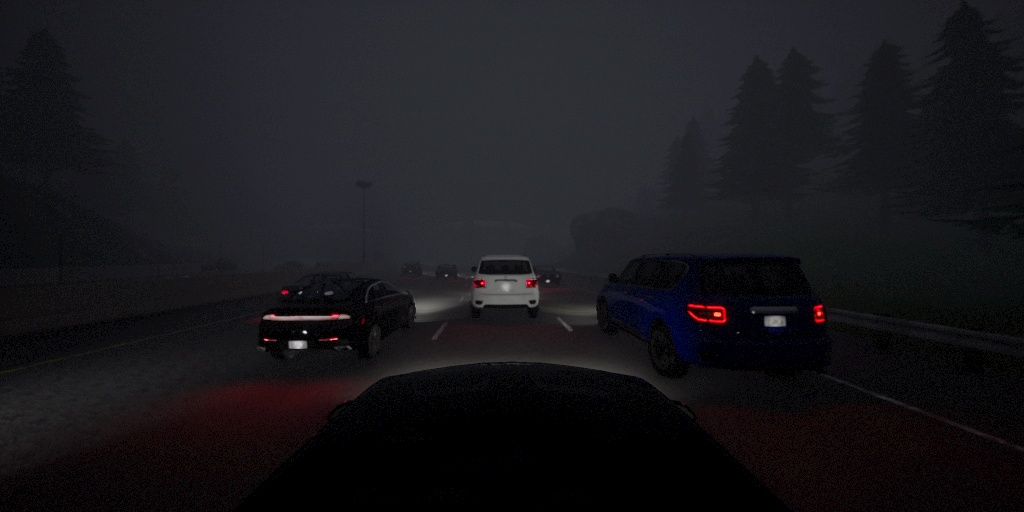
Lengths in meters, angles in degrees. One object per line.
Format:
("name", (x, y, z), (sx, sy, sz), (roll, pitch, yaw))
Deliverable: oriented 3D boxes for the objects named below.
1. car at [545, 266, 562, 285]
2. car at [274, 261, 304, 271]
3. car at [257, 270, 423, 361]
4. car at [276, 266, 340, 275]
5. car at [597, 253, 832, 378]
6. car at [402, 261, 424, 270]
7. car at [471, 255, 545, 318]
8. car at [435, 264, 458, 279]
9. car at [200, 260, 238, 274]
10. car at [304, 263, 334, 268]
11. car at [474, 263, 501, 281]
("car", (2.093, 1.356, 25.654), (1.895, 1.301, 4.718), (0, 0, -7))
("car", (-25.253, 1.328, 40.828), (2.128, 1.511, 4.902), (0, 0, -12))
("car", (-3.618, 1.252, 8.344), (2.128, 1.511, 4.902), (0, 0, -2))
("car", (-7.430, 1.318, 14.914), (2.033, 1.411, 5.357), (0, 0, -4))
("car", (3.440, 0.967, 7.471), (2.150, 2.045, 5.566), (0, 0, -2))
("car", (-10.194, 1.277, 36.888), (2.128, 1.511, 4.902), (0, 0, -10))
("car", (-0.326, 0.977, 13.257), (2.150, 2.045, 5.566), (0, 0, -3))
("car", (-5.959, 1.376, 32.938), (1.895, 1.301, 4.718), (0, 0, -9))
("car", (-32.096, 1.103, 39.353), (1.994, 1.385, 4.181), (0, 0, -12))
("car", (-21.766, 1.412, 41.229), (1.895, 1.301, 4.718), (0, 0, -12))
("car", (-2.198, 1.331, 31.247), (1.994, 1.385, 4.181), (0, 0, -8))
